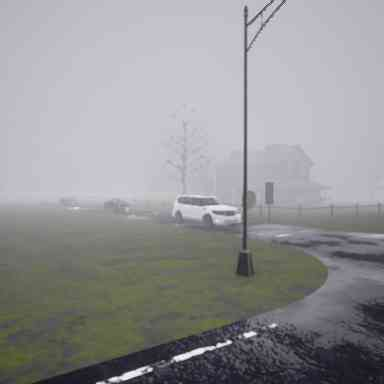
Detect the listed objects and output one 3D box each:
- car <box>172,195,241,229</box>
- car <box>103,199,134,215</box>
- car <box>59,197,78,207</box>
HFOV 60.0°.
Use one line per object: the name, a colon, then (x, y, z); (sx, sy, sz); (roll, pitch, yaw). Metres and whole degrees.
car: (0.807, 1.238, 22.279); (2.150, 2.045, 5.566); (0, 0, -35)
car: (-7.648, 1.472, 34.272); (2.128, 1.511, 4.902); (0, 0, -35)
car: (-18.665, 1.445, 50.061); (2.128, 1.511, 4.902); (0, 0, -35)
